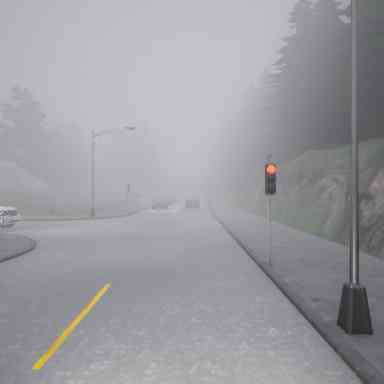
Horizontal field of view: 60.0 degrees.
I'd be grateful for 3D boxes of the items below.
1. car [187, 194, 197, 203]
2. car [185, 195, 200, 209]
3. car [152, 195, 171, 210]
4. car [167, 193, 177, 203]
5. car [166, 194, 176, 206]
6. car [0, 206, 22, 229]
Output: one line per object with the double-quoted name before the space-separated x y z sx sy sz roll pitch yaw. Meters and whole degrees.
"car" -0.018 1.352 71.264 2.097 1.767 4.553 0 0 0
"car" 0.078 1.477 45.682 1.882 1.535 5.008 0 0 0
"car" -4.103 1.526 43.481 1.812 1.442 4.674 0 0 0
"car" -4.068 1.221 64.451 2.150 2.045 5.566 0 0 0
"car" -4.113 1.477 53.772 1.882 1.535 5.008 0 0 0
"car" -13.131 1.221 19.581 5.566 2.045 2.150 0 0 0
